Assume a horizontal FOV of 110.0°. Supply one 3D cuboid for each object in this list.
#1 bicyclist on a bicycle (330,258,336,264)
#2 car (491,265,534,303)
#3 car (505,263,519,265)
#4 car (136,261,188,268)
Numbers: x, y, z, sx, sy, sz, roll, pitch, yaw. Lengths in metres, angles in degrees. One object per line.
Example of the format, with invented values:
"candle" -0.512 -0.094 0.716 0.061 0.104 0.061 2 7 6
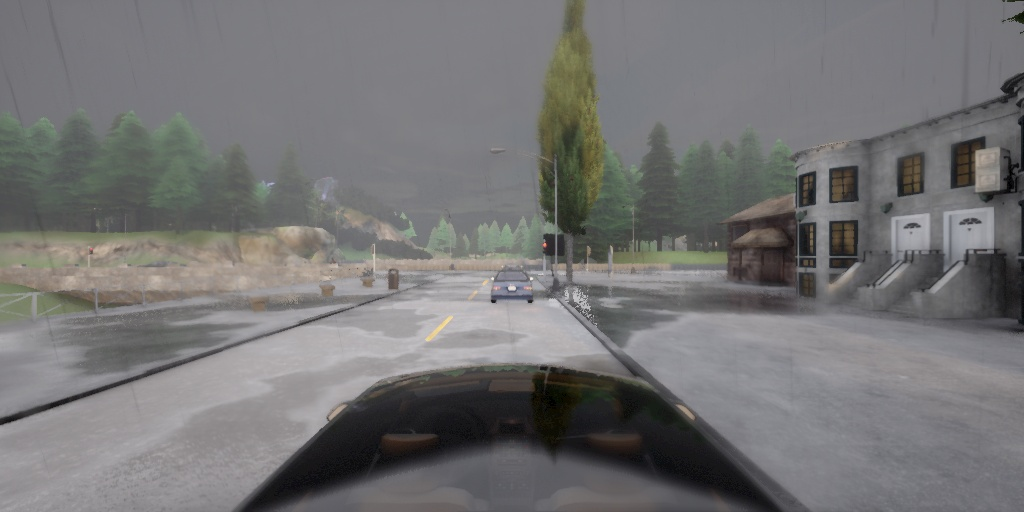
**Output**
"bicyclist on a bicycle" -24.507 1.097 49.170 0.582 1.620 1.656 0 0 0
"car" 0.000 1.312 16.500 2.033 1.411 5.357 0 0 0
"car" 0.000 1.321 31.500 1.994 1.385 4.181 0 0 0
"car" -43.709 1.312 44.883 5.357 1.411 2.033 0 0 0
